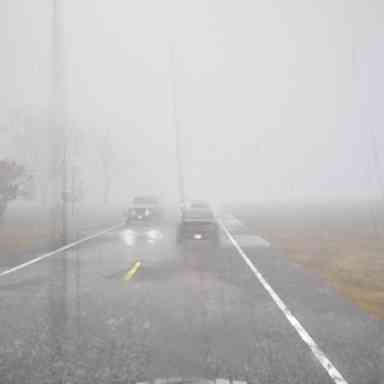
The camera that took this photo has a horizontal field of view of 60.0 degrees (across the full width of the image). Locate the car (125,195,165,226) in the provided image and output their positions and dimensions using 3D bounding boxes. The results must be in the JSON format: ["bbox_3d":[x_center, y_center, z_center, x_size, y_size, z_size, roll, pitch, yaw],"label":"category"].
[{"bbox_3d":[-3.225,1.236,23.888,2.150,2.045,5.566,0,0,2],"label":"car"}]

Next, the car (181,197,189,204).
[{"bbox_3d":[-0.965,1.586,64.637,1.994,1.385,4.181,0,0,5],"label":"car"}]

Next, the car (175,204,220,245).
[{"bbox_3d":[0.276,1.516,15.627,1.837,1.490,4.892,0,0,1],"label":"car"}]

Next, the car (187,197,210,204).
[{"bbox_3d":[0.829,1.499,33.826,1.882,1.535,5.008,0,0,3],"label":"car"}]
